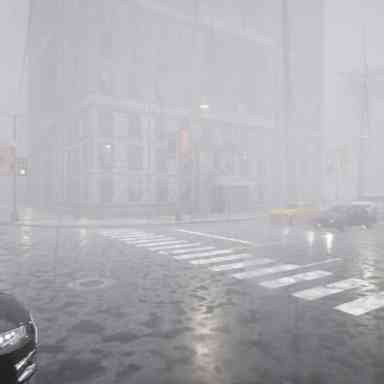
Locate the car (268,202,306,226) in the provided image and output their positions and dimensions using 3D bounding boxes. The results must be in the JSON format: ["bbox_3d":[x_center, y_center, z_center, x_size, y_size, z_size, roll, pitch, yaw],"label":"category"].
[{"bbox_3d":[7.596,1.477,23.757,5.008,1.535,1.882,0,0,-35],"label":"car"}]

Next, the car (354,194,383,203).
[{"bbox_3d":[15.985,1.221,29.520,5.566,2.045,2.150,0,0,-34],"label":"car"}]

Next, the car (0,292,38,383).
[{"bbox_3d":[-4.013,1.493,2.817,4.902,1.511,2.128,0,0,-35],"label":"car"}]

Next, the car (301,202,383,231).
[{"bbox_3d":[9.571,1.547,20.871,5.357,1.411,2.033,0,0,-35],"label":"car"}]
